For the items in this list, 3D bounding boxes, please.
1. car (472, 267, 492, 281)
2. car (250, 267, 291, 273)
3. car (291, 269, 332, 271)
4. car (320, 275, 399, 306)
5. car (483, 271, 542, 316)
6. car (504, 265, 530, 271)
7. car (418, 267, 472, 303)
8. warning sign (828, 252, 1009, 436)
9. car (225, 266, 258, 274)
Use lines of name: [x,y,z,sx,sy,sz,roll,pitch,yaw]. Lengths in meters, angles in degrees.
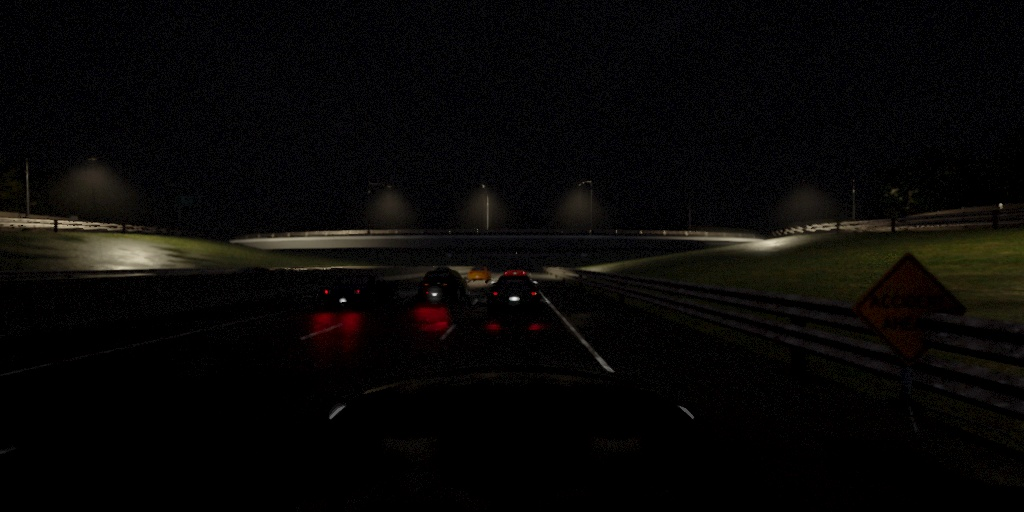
car: [-3.089,1.791,35.176,1.882,1.535,5.008,0,-1,2]
car: [-20.891,1.849,32.573,1.895,1.301,4.718,0,-1,2]
car: [-17.394,1.846,32.429,1.895,1.301,4.718,0,-1,2]
car: [-6.909,1.549,16.890,1.895,1.301,4.718,0,-1,0]
car: [0.086,1.471,14.277,1.994,1.385,4.181,0,-1,0]
car: [0.345,1.625,33.376,2.097,1.767,4.553,0,-1,2]
car: [-3.405,1.475,18.241,1.837,1.490,4.892,0,-1,0]
warning sign: [4.549,0.889,4.134,1.300,1.860,1.060,0,0,0]
car: [-24.361,1.742,33.383,1.882,1.535,5.008,0,-1,2]
